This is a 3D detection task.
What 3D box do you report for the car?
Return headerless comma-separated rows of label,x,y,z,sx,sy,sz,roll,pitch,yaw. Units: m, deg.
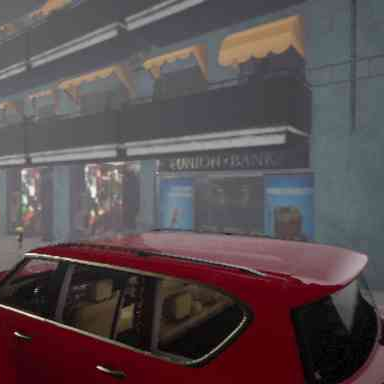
car,-0.703,1.324,3.357,5.009,1.841,2.192,0,1,35
